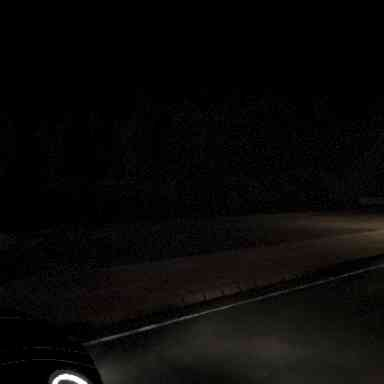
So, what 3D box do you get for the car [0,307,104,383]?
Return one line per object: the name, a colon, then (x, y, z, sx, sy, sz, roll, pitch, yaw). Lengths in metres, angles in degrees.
car: (-2.753, 1.352, 1.782, 4.553, 1.767, 2.097, 0, 0, -35)
